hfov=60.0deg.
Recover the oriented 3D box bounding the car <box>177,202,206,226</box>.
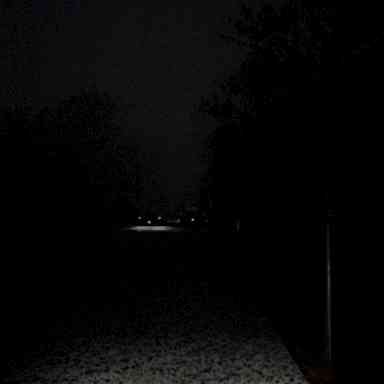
[{"bbox_3d":[0.051,1.662,24.439,1.812,1.442,4.674,0,0,0],"label":"car"}]

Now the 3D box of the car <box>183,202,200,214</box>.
[{"bbox_3d":[-0.040,1.985,42.823,2.033,1.411,5.357,0,-1,0],"label":"car"}]

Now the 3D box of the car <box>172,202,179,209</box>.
[{"bbox_3d":[-2.842,2.606,66.476,2.033,1.411,5.357,0,-2,1],"label":"car"}]

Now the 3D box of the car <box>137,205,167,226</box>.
[{"bbox_3d":[-2.901,1.694,25.214,2.033,1.411,5.357,0,-1,0],"label":"car"}]
